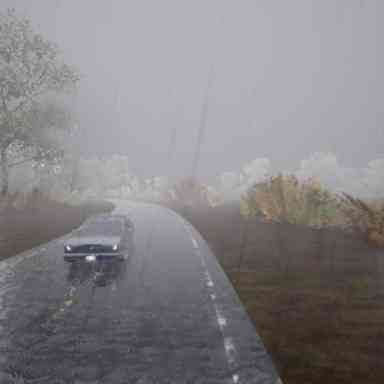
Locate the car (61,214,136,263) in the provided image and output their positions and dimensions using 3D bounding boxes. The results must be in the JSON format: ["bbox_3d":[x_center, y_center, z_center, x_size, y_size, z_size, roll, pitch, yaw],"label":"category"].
[{"bbox_3d":[-3.147,1.543,12.334,2.033,1.411,5.357,0,0,-5],"label":"car"}]
